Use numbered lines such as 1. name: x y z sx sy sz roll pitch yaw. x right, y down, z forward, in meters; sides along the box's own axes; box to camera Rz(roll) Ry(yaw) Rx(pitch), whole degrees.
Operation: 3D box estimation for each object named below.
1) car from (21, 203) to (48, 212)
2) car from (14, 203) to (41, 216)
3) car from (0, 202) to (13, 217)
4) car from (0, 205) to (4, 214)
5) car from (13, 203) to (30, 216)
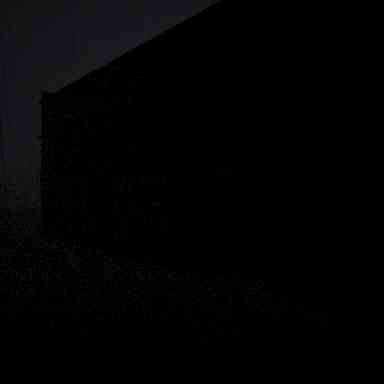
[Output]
1. car: -32.314 3.110 68.220 4.553 1.767 2.185 0 -1 17
2. car: -24.723 2.819 48.534 4.792 1.488 2.163 0 -2 17
3. car: -26.313 2.435 43.202 4.553 1.767 2.185 0 -2 17
4. car: -35.413 2.942 57.498 5.366 1.575 1.946 0 -2 17
5. car: -25.492 2.709 45.856 4.792 1.488 2.163 0 -2 17
